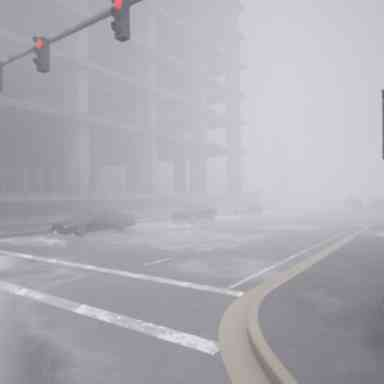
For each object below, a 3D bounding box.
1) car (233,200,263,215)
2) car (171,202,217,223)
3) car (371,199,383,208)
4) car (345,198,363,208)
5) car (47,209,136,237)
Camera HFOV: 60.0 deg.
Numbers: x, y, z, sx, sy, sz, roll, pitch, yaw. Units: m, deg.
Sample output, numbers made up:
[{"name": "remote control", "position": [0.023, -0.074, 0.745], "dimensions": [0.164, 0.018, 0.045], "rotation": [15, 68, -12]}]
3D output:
[{"name": "car", "position": [6.264, 1.697, 36.837], "dimensions": [2.128, 1.511, 4.902], "rotation": [-1, -1, 35]}, {"name": "car", "position": [0.251, 1.682, 28.362], "dimensions": [1.882, 1.535, 5.008], "rotation": [-1, -1, 35]}, {"name": "car", "position": [27.125, 1.642, 47.799], "dimensions": [1.895, 1.301, 4.718], "rotation": [-1, -1, 35]}, {"name": "car", "position": [24.214, 1.600, 49.744], "dimensions": [1.837, 1.490, 4.892], "rotation": [-1, -1, 35]}, {"name": "car", "position": [-5.745, 1.752, 19.901], "dimensions": [2.033, 1.411, 5.357], "rotation": [-1, -1, 35]}]
